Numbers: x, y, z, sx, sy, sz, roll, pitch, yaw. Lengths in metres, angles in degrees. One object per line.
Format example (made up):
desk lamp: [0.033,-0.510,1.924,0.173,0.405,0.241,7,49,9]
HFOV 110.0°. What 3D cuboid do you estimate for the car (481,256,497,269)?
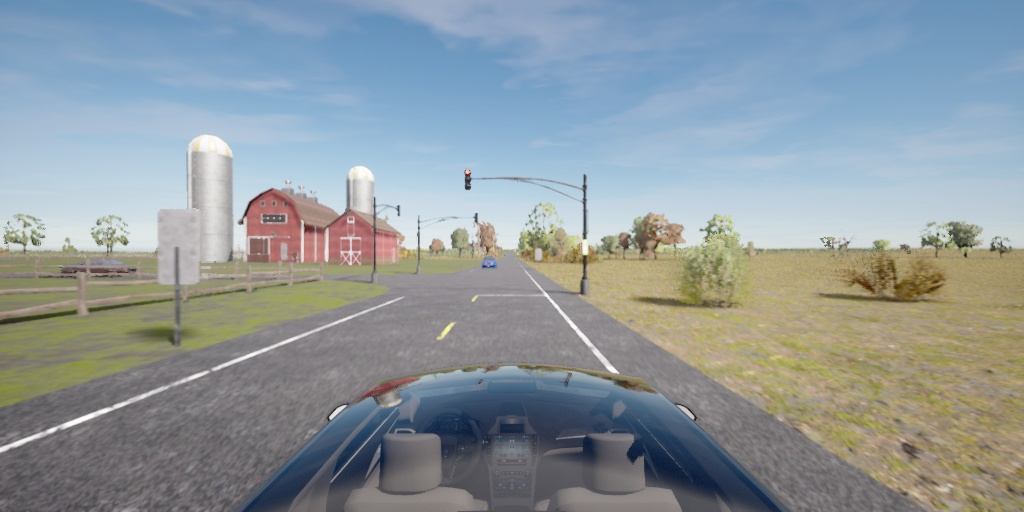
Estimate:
car: [-3.497,1.001,55.772,2.150,2.045,5.566,0,2,0]

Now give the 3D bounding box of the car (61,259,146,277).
car: [-33.811,0.984,29.738,5.357,1.411,2.033,1,0,0]
